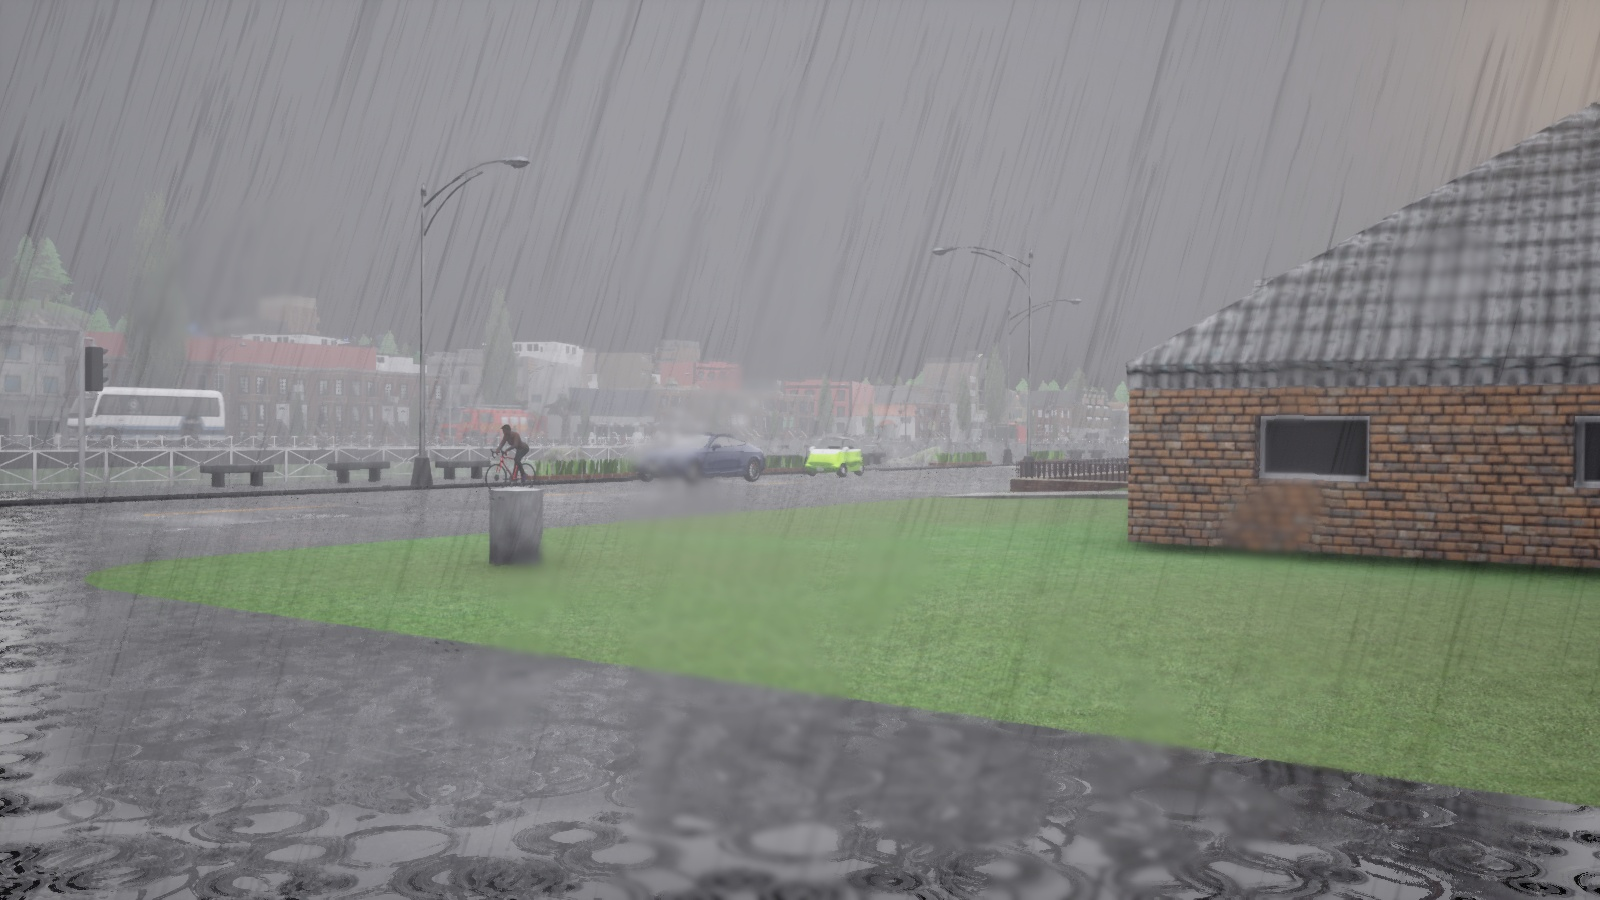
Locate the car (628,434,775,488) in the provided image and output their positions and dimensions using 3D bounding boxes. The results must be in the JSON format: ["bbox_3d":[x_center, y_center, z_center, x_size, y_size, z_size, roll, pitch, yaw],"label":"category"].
[{"bbox_3d":[-2.811,0.278,36.969,1.812,1.442,4.674,0,1,34],"label":"car"}]

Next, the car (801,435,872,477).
[{"bbox_3d":[1.277,0.187,43.124,1.481,1.376,2.207,0,1,34],"label":"car"}]

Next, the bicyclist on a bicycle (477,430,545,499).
[{"bbox_3d":[-7.035,0.330,30.608,0.582,1.620,1.656,0,1,34],"label":"bicyclist on a bicycle"}]
